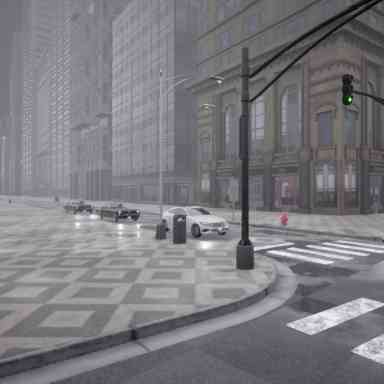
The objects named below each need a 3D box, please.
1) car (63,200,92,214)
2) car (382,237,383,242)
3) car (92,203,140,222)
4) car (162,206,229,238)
[{"bbox_3d":[-11.691,1.498,34.156,1.895,1.301,4.718,0,0,-35],"label":"car"},{"bbox_3d":[8.896,1.598,10.698,1.895,1.301,4.718,0,0,-35],"label":"car"},{"bbox_3d":[-5.807,1.523,25.867,1.895,1.301,4.718,0,0,-35],"label":"car"},{"bbox_3d":[-0.052,1.475,17.749,1.812,1.442,4.674,0,0,-37],"label":"car"}]
